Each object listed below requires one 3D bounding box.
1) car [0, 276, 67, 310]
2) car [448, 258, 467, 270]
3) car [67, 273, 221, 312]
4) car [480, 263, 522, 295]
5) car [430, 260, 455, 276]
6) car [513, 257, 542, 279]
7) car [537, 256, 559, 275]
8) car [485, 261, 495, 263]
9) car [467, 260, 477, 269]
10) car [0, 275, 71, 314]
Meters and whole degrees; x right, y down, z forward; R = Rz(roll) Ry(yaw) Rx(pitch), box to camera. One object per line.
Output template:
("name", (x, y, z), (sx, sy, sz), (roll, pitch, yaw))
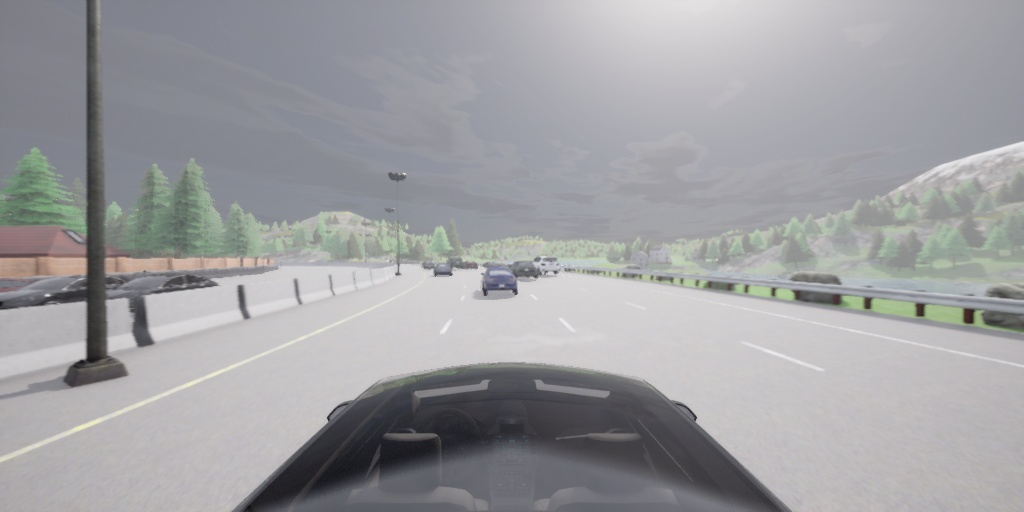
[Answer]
("car", (-17.978, 1.555, 14.651), (1.837, 1.490, 4.892), (-1, -1, -4))
("car", (-9.736, 1.291, 60.169), (2.150, 2.045, 5.566), (0, 0, -22))
("car", (-14.485, 1.505, 14.838), (1.837, 1.490, 4.892), (-1, -1, -4))
("car", (-0.784, 1.344, 20.325), (1.812, 1.442, 4.674), (0, 0, -7))
("car", (-8.223, 1.556, 42.292), (1.994, 1.385, 4.181), (-1, 0, -15))
("car", (0.878, 1.186, 32.806), (2.097, 1.767, 4.553), (-1, 0, -10))
("car", (3.415, 1.040, 39.489), (2.150, 2.045, 5.566), (0, 0, -13))
("car", (-3.797, 1.560, 63.549), (1.994, 1.385, 4.181), (-1, 0, -21))
("car", (-7.576, 1.528, 63.679), (1.882, 1.535, 5.008), (0, 0, -21))
("car", (-21.471, 1.621, 14.477), (1.812, 1.442, 4.674), (-1, 0, -4))
